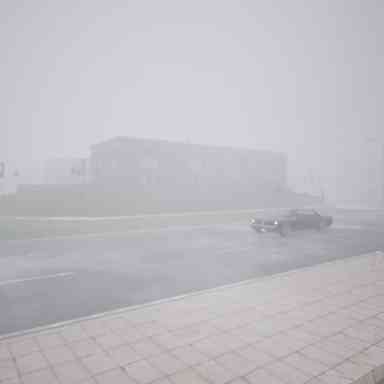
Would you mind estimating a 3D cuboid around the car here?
[{"bbox_3d":[5.285,1.533,17.482,4.718,1.301,1.895,0,0,-35],"label":"car"}]
